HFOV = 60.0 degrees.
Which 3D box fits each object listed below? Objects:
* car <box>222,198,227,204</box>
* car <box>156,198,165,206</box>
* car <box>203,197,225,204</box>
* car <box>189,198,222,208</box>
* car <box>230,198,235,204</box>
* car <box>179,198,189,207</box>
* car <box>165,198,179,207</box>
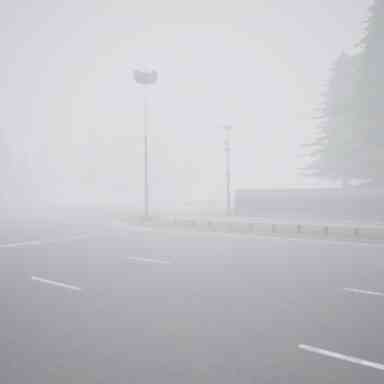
[{"bbox_3d":[7.652,1.988,74.047,1.895,1.301,4.718,-1,0,41],"label":"car"},{"bbox_3d":[-4.780,1.927,63.321,2.128,1.511,4.902,-1,0,36],"label":"car"},{"bbox_3d":[5.098,1.970,76.437,2.033,1.411,5.357,-1,0,41],"label":"car"},{"bbox_3d":[2.306,1.870,55.258,2.033,1.411,5.357,-1,0,36],"label":"car"},{"bbox_3d":[10.061,1.879,71.497,1.812,1.442,4.674,-1,0,41],"label":"car"},{"bbox_3d":[0.271,1.924,58.396,1.994,1.385,4.181,-1,0,36],"label":"car"},{"bbox_3d":[-2.269,1.923,60.838,1.812,1.442,4.674,-1,0,36],"label":"car"}]
